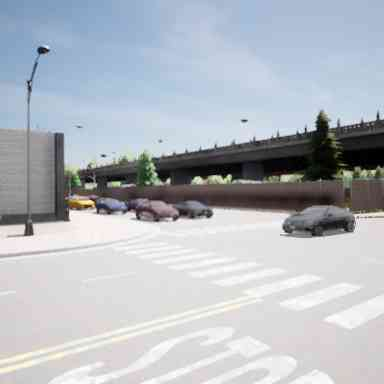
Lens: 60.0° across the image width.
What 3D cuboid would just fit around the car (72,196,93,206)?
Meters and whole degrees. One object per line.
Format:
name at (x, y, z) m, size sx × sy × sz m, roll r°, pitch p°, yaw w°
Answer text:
car at (-16.969, 1.392, 51.421) m, size 1.812 × 1.442 × 4.674 m, roll 0°, pitch 0°, yaw -35°

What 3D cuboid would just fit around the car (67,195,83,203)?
car at (-23.289, 1.373, 66.292) m, size 1.812 × 1.442 × 4.674 m, roll 0°, pitch 0°, yaw -36°

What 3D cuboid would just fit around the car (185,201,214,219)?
car at (-0.058, 1.429, 27.663) m, size 1.994 × 1.385 × 4.181 m, roll 0°, pitch 0°, yaw -36°

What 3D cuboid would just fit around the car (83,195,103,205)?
car at (-17.357, 1.326, 58.178) m, size 1.882 × 1.535 × 5.008 m, roll 0°, pitch 0°, yaw -36°

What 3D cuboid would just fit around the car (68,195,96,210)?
car at (-13.352, 1.361, 40.235) m, size 1.882 × 1.535 × 5.008 m, roll 0°, pitch 0°, yaw -35°

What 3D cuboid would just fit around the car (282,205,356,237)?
car at (6.739, 1.436, 17.404) m, size 4.674 × 1.442 × 1.812 m, roll 0°, pitch 0°, yaw -35°

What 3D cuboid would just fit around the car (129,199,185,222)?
car at (-2.787, 1.409, 25.461) m, size 1.812 × 1.442 × 4.674 m, roll 0°, pitch 0°, yaw -36°

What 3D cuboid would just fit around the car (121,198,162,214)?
car at (-5.428, 1.413, 35.176) m, size 2.033 × 1.411 × 5.357 m, roll 0°, pitch 0°, yaw -35°

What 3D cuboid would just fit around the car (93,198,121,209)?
car at (-11.003, 1.467, 42.982) m, size 1.895 × 1.301 × 4.718 m, roll 0°, pitch 0°, yaw -35°

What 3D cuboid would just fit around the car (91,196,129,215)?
car at (-8.005, 1.409, 32.766) m, size 1.812 × 1.442 × 4.674 m, roll 0°, pitch 0°, yaw -36°
